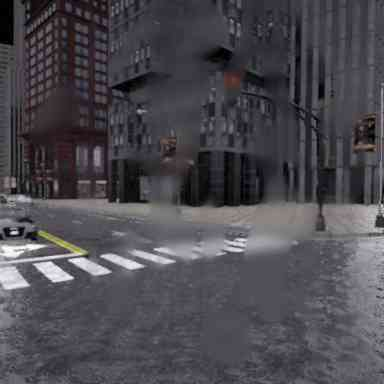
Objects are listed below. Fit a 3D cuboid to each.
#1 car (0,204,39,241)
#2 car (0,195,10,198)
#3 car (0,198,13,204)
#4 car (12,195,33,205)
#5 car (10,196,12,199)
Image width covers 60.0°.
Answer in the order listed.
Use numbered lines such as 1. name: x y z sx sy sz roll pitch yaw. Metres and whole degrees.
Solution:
1. car: -8.378 1.467 15.138 1.994 1.385 4.181 0 1 -36
2. car: -28.685 1.238 49.286 1.837 1.490 4.892 0 0 -36
3. car: -13.564 1.372 22.351 1.837 1.490 4.892 0 0 -35
4. car: -25.382 1.242 50.274 1.812 1.442 4.674 0 0 -36
5. car: -31.603 1.276 58.913 1.895 1.301 4.718 0 0 -36
